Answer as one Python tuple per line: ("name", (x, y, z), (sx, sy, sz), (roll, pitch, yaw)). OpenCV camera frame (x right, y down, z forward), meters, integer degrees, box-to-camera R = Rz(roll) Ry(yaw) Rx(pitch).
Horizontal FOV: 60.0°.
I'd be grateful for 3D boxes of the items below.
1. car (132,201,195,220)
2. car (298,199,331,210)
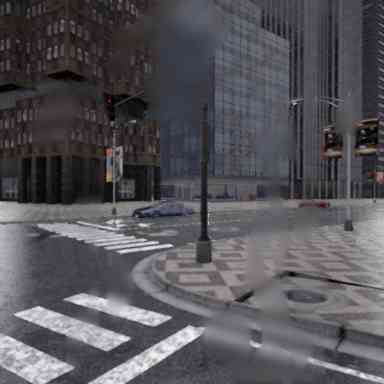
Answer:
("car", (-2.223, 1.477, 27.389), (5.357, 1.411, 2.033), (0, 0, -39))
("car", (15.367, 1.553, 41.789), (4.718, 1.301, 1.895), (0, 0, -39))
